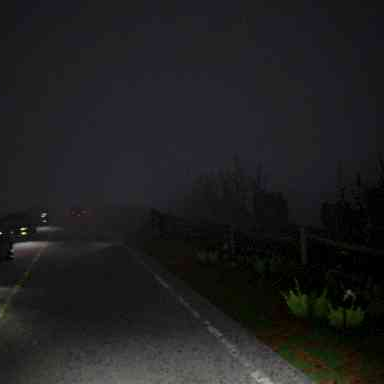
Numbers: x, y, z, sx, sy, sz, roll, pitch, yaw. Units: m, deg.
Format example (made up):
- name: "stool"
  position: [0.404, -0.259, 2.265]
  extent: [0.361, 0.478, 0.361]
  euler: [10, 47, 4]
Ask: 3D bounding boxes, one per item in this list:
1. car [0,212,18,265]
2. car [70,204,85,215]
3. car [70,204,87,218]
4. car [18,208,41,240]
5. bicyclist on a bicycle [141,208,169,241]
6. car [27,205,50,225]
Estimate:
- name: "car"
  position: [-7.156, 1.655, 10.512]
  extent: [2.097, 1.767, 4.553]
  euler: [-2, 0, -19]
- name: "car"
  position: [-16.735, 2.453, 48.558]
  extent: [1.994, 1.385, 4.181]
  euler: [-2, 0, -19]
- name: "car"
  position: [-13.312, 2.305, 38.995]
  extent: [1.895, 1.301, 4.718]
  euler: [-2, 0, -19]
- name: "car"
  position: [-10.446, 1.986, 19.869]
  extent: [1.837, 1.490, 4.892]
  euler: [-2, 0, -20]
- name: "bicyclist on a bicycle"
  position: [-1.745, 1.601, 16.515]
  extent: [1.656, 1.620, 0.582]
  euler: [-2, 0, -19]
- name: "car"
  position: [-13.773, 2.013, 29.337]
  extent: [2.097, 1.767, 4.553]
  euler: [-2, 0, -19]
